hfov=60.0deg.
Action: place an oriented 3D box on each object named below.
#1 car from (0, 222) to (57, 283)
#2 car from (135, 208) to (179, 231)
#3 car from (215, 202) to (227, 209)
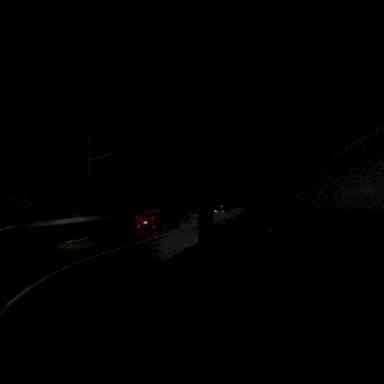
[{"bbox_3d":[-5.795,1.653,10.002,2.128,1.511,4.902,0,-1,2],"label":"car"},{"bbox_3d":[-2.402,1.905,24.278,1.882,1.535,5.008,0,-1,15],"label":"car"},{"bbox_3d":[6.063,2.745,68.505,1.837,1.490,4.892,0,-1,15],"label":"car"}]
